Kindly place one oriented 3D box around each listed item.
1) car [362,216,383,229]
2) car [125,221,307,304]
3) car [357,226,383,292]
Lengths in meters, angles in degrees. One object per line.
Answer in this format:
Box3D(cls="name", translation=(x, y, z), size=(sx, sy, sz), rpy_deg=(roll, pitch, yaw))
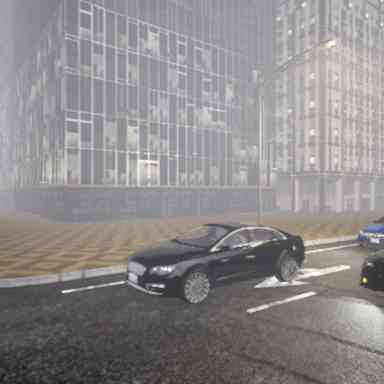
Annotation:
Box3D(cls="car", translation=(8.871, 1.607, 13.993), size=(4.674, 1.442, 1.812), rpy_deg=(1, 0, -35))
Box3D(cls="car", translation=(0.793, 1.516, 8.250), size=(4.902, 1.511, 2.128), rpy_deg=(1, 0, -35))
Box3D(cls="car", translation=(5.782, 1.614, 7.801), size=(4.181, 1.385, 1.994), rpy_deg=(0, 0, -35))
